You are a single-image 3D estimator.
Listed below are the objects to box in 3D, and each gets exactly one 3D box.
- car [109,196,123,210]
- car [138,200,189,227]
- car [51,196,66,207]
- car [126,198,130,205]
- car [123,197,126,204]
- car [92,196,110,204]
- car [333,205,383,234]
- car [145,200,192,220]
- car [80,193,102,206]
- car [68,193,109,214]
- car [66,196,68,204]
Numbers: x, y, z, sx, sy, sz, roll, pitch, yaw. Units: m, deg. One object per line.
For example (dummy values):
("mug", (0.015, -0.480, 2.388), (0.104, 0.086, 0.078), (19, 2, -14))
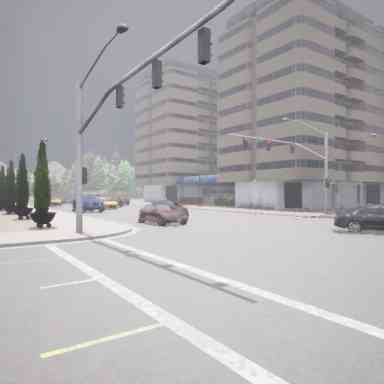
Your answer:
("car", (-10.850, 1.477, 41.625), (1.882, 1.535, 5.008), (0, 0, -35))
("car", (-2.130, 1.526, 22.930), (1.812, 1.442, 4.674), (0, 0, -35))
("car", (-21.103, 1.478, 50.304), (1.882, 1.535, 5.008), (0, 0, -34))
("car", (-12.167, 1.491, 56.138), (2.128, 1.511, 4.902), (0, 0, -35))
("car", (-12.116, 1.352, 49.930), (2.097, 1.767, 4.553), (0, 0, -35))
("car", (-17.475, 1.505, 63.776), (1.837, 1.490, 4.892), (0, 0, -33))
("car", (10.372, 1.505, 18.206), (4.892, 1.490, 1.837), (0, 1, 21))
("car", (-2.135, 1.505, 29.073), (1.837, 1.490, 4.892), (0, 0, -35))
("car", (-17.660, 1.221, 57.903), (2.150, 2.045, 5.566), (0, 0, -34))
("car", (-11.388, 1.220, 36.264), (2.150, 2.045, 5.566), (0, 0, -35))
("car", (-22.385, 1.493, 58.395), (2.128, 1.511, 4.902), (0, 0, -35))
